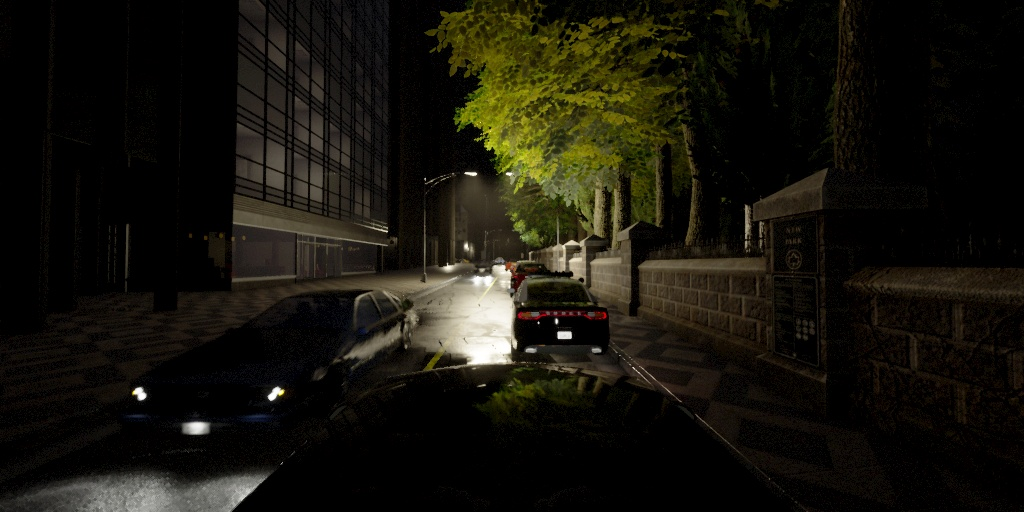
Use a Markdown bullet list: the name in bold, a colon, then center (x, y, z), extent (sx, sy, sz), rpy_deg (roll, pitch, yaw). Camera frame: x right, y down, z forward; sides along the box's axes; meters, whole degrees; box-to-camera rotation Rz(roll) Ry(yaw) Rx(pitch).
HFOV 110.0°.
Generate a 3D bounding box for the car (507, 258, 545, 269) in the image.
- **car**: center (0.958, 1.106, 18.680), extent (2.097, 1.767, 4.553), rpy_deg (0, 0, 0)

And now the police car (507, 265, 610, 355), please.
- **police car**: center (0.924, 1.177, 8.817), extent (1.930, 1.638, 5.238), rpy_deg (0, 0, 0)

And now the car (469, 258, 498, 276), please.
- **car**: center (-2.971, 1.258, 38.033), extent (2.128, 1.511, 4.902), rpy_deg (0, 0, 0)

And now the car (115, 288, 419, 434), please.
- **car**: center (-3.086, 1.299, 6.172), extent (2.033, 1.411, 5.357), rpy_deg (0, 0, 0)

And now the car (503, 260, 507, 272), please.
- **car**: center (0.208, 1.129, 47.423), extent (2.097, 1.767, 4.553), rpy_deg (0, 0, 1)
